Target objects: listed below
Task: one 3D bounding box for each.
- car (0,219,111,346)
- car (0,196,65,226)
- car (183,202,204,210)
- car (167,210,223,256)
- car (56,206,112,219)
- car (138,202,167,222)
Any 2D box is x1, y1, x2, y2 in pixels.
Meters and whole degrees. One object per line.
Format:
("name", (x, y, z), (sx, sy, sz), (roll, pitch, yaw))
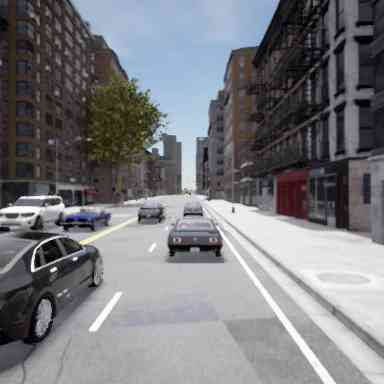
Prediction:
("car", (-3.148, 1.518, 6.422), (1.837, 1.490, 4.892), (0, 0, 0))
("car", (-9.747, 1.264, 20.673), (2.150, 2.045, 5.566), (0, 0, 0))
("car", (0.111, 1.618, 30.983), (2.033, 1.411, 5.357), (0, 0, 0))
("car", (0.104, 1.629, 13.220), (1.895, 1.301, 4.718), (0, 0, 0))
("car", (-6.495, 1.647, 20.887), (1.895, 1.301, 4.718), (0, 0, 0))
("car", (-3.140, 1.552, 26.595), (2.128, 1.511, 4.902), (0, 0, 0))
